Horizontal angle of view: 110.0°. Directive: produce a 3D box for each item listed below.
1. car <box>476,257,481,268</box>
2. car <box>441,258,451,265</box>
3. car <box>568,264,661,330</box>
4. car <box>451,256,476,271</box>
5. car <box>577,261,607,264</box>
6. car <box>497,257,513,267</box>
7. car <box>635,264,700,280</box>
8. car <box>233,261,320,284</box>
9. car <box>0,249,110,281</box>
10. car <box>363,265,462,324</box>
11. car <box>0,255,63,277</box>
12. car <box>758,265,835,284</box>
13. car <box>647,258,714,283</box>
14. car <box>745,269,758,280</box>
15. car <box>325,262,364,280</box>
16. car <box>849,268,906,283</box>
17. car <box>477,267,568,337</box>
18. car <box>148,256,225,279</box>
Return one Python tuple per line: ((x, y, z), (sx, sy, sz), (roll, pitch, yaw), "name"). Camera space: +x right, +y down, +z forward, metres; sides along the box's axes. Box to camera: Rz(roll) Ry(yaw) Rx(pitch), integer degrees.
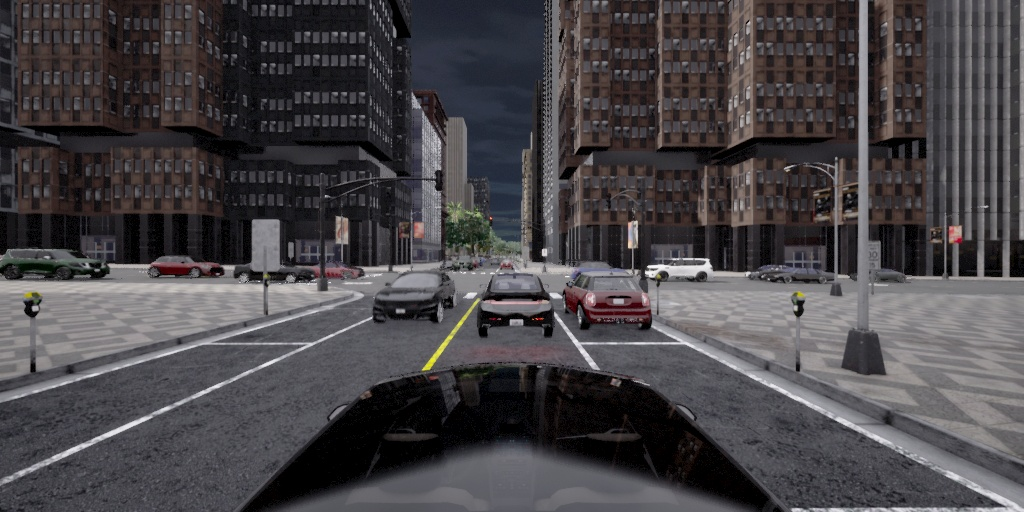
((-6.664, 1.242, 59.338), (1.882, 1.535, 5.008), (0, 0, 0), "car")
((-9.280, 1.316, 52.450), (1.948, 1.339, 4.313), (0, 0, -1), "car")
((2.735, 1.188, 11.146), (1.967, 1.591, 4.097), (0, 0, 0), "car")
((-6.584, 0.966, 49.348), (2.150, 2.045, 5.566), (0, 0, 0), "car")
((6.890, 1.226, 27.762), (4.553, 1.767, 2.097), (1, 0, 0), "car")
((-0.755, 1.190, 52.527), (1.967, 1.591, 4.097), (0, 0, -1), "car")
((14.909, 1.528, 34.523), (5.357, 1.411, 2.033), (1, 0, 1), "car")
((-15.927, 1.032, 24.201), (5.008, 1.535, 1.882), (1, 0, 1), "car")
((-30.745, 0.564, 24.188), (5.566, 2.045, 2.150), (1, 0, 0), "car")
((-3.058, 1.226, 12.176), (1.882, 1.535, 5.008), (0, 0, -1), "car")
((-38.012, 0.714, 27.378), (5.008, 1.535, 1.882), (1, 0, 0), "car")
((25.123, 1.680, 31.370), (5.357, 1.411, 2.033), (1, 0, 0), "car")
((14.510, 1.201, 31.259), (5.566, 2.045, 2.150), (1, 0, 1), "car")
((25.170, 1.621, 34.621), (4.902, 1.511, 2.128), (1, 0, -1), "car")
((-13.791, 1.144, 28.008), (4.181, 1.385, 1.994), (1, 0, -7), "car")
((35.290, 1.841, 34.703), (4.181, 1.385, 1.994), (1, 0, -1), "car")
((0.077, 1.240, 10.260), (2.128, 1.511, 4.902), (0, 0, -1), "car")
((-24.812, 0.777, 27.484), (4.553, 1.767, 2.097), (1, 0, -1), "car")
